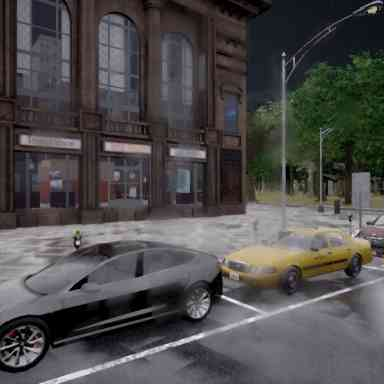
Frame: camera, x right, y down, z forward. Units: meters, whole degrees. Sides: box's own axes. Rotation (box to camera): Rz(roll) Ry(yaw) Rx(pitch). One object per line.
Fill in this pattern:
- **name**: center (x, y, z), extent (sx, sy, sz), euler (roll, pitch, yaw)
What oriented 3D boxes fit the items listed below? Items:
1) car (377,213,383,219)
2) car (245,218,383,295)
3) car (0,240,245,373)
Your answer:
- **car**: center (7.450, 1.445, 11.971), extent (4.097, 1.590, 1.967), euler (0, 0, -36)
- **car**: center (2.887, 1.528, 8.712), extent (4.829, 1.417, 1.752), euler (0, 0, -36)
- **car**: center (-1.400, 1.566, 5.651), extent (4.313, 1.339, 1.947), euler (0, 0, -36)
